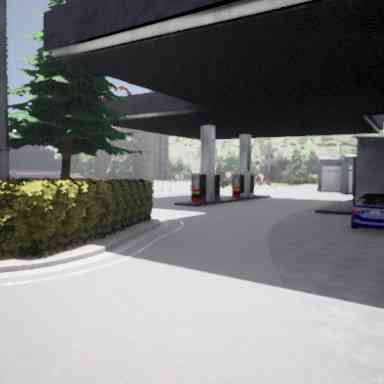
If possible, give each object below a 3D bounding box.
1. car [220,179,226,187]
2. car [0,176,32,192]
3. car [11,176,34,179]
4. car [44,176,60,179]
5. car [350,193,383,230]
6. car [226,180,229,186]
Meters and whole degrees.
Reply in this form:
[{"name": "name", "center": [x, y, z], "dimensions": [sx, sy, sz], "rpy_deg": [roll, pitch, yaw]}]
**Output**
[{"name": "car", "center": [3.637, -1.838, 66.323], "dimensions": [5.027, 1.636, 2.152], "rpy_deg": [2, 4, 35]}, {"name": "car", "center": [-22.972, -1.092, 43.114], "dimensions": [4.605, 1.855, 1.932], "rpy_deg": [2, 4, 35]}, {"name": "car", "center": [-18.424, -0.718, 35.911], "dimensions": [3.866, 1.878, 1.905], "rpy_deg": [2, 4, 35]}, {"name": "car", "center": [-28.037, -2.303, 66.112], "dimensions": [3.866, 1.878, 1.905], "rpy_deg": [2, 4, 35]}, {"name": "car", "center": [9.079, 0.880, 15.973], "dimensions": [2.242, 1.667, 4.611], "rpy_deg": [2, 4, 35]}, {"name": "car", "center": [5.397, -1.947, 68.917], "dimensions": [4.514, 1.523, 2.007], "rpy_deg": [2, 4, 35]}]
